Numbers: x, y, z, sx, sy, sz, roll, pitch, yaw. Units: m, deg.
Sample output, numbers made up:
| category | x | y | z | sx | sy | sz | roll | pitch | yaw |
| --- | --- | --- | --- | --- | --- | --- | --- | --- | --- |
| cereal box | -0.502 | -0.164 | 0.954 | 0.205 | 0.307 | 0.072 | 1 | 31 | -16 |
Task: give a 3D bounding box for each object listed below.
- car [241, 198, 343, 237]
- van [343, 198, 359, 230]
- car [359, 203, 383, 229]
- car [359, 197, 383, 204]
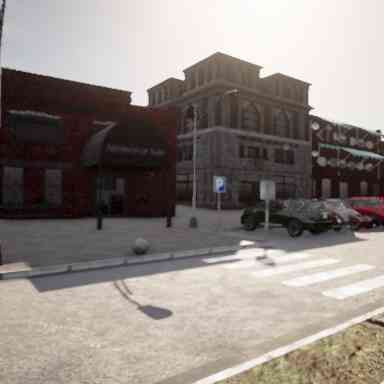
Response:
| category | x | y | z | sx | sy | sz | roll | pitch | yaw |
| --- | --- | --- | --- | --- | --- | --- | --- | --- | --- |
| car | 5.345 | 1.368 | 19.429 | 2.435 | 2.045 | 5.566 | 0 | 0 | -36 |
| van | 7.688 | 1.410 | 20.927 | 1.878 | 1.987 | 4.442 | 0 | 0 | -36 |
| car | 9.998 | 1.681 | 22.690 | 2.163 | 1.488 | 4.792 | 0 | 0 | -36 |
| car | 12.123 | 1.412 | 24.282 | 2.435 | 2.045 | 5.566 | 0 | 0 | -36 |
